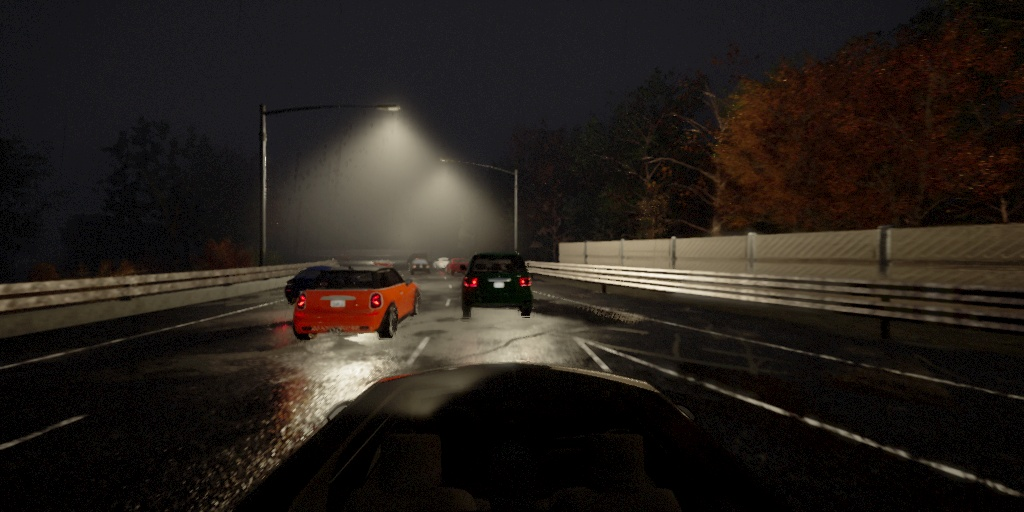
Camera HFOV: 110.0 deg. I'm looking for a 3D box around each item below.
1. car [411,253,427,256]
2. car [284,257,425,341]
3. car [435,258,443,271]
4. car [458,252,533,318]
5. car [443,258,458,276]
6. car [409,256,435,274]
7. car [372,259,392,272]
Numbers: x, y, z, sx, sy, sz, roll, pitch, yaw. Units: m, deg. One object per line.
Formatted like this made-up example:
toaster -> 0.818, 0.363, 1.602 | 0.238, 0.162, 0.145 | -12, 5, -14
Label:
car -> -15.007, 0.546, 57.121 | 2.150, 2.045, 5.566 | 0, 1, -30
car -> -3.937, 1.038, 9.905 | 2.097, 1.767, 4.553 | 0, 0, -4
car -> -8.279, 0.963, 43.161 | 1.812, 1.442, 4.674 | 0, 0, -22
car -> -0.665, 0.893, 12.770 | 2.150, 2.045, 5.566 | 0, 0, -6
car -> -5.105, 0.987, 34.094 | 1.882, 1.535, 5.008 | 0, 0, -17
car -> -9.438, 1.030, 36.453 | 2.033, 1.411, 5.357 | 0, 0, -19
car -> -15.036, 1.035, 41.331 | 1.895, 1.301, 4.718 | 0, 0, -22
